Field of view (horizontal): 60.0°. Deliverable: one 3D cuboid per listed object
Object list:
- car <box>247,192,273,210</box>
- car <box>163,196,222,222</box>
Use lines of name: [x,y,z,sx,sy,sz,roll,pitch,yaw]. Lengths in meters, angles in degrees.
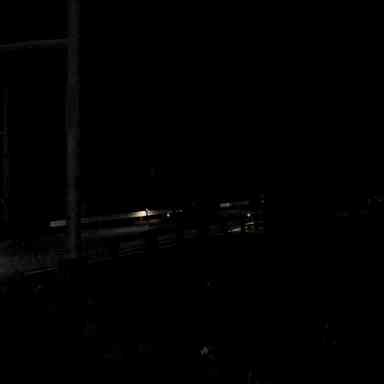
car: [6.974,0.779,30.642,1.882,1.535,5.008,0,1,42]
car: [0.095,1.091,22.946,2.128,1.511,4.902,0,3,41]
